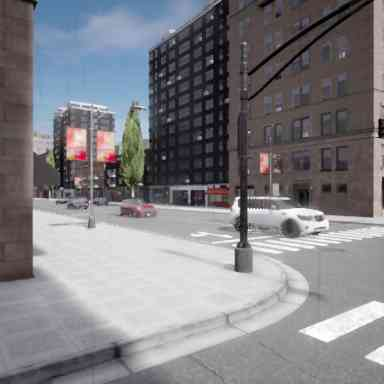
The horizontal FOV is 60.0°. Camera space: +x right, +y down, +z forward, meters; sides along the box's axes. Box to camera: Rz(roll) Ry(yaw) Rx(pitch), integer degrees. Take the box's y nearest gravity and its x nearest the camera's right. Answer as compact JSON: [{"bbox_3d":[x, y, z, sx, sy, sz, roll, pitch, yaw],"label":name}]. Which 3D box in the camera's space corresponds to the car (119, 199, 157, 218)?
[{"bbox_3d":[-5.137,1.455,31.262,2.097,1.767,4.553,0,0,-36],"label":"car"}]

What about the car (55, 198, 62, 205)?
[{"bbox_3d":[-25.310,1.856,65.105,1.895,1.301,4.718,0,0,-36],"label":"car"}]

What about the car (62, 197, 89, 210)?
[{"bbox_3d":[-16.070,1.722,46.504,2.033,1.411,5.357,0,0,-35],"label":"car"}]

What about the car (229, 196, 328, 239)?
[{"bbox_3d":[4.502,1.262,18.219,2.150,2.045,5.566,0,0,-39],"label":"car"}]

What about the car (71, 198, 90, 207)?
[{"bbox_3d":[-18.945,1.742,56.290,1.812,1.442,4.674,0,0,-36],"label":"car"}]

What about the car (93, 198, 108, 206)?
[{"bbox_3d":[-16.229,1.713,58.073,2.128,1.511,4.902,0,0,-36],"label":"car"}]

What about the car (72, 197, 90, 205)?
[{"bbox_3d":[-22.135,1.748,66.259,2.128,1.511,4.902,0,0,-36],"label":"car"}]
